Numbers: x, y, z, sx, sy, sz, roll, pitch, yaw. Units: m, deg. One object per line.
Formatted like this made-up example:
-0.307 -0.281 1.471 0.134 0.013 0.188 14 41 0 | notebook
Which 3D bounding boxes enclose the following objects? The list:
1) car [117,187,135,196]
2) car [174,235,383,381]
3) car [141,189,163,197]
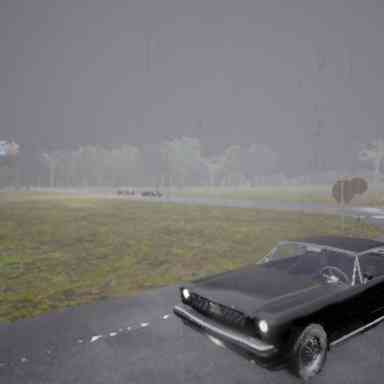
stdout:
-12.619 -0.239 63.345 2.097 1.767 4.553 0 1 -36 | car
2.072 1.463 5.412 4.718 1.301 1.895 -2 1 -36 | car
-6.752 0.193 55.285 1.895 1.301 4.718 0 1 -36 | car
